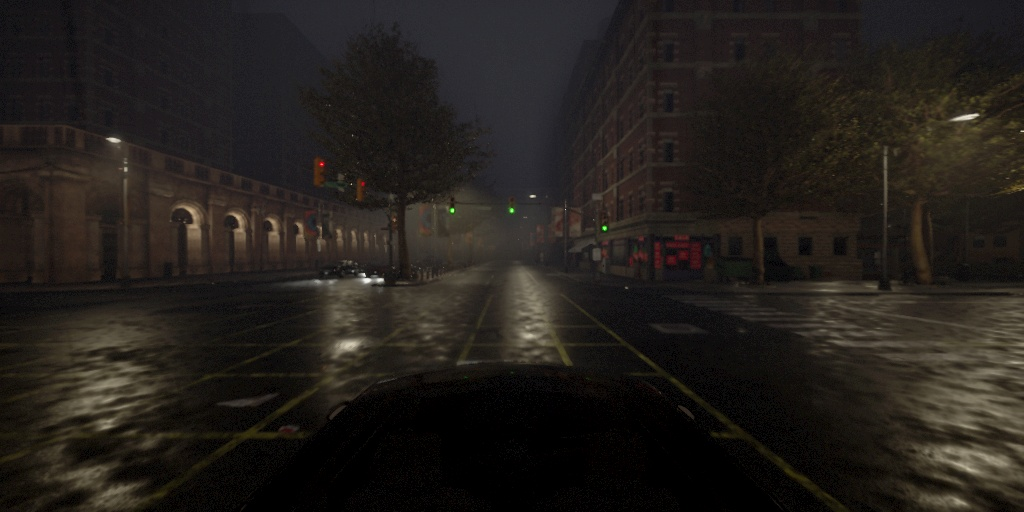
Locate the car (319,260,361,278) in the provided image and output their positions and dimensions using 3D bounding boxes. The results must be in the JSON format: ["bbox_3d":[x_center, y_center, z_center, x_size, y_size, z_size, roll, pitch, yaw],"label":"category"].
[{"bbox_3d":[-15.083,1.127,31.615,2.128,1.511,4.902,0,0,0],"label":"car"}]

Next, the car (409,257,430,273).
[{"bbox_3d":[-11.525,1.144,41.643,2.033,1.411,5.357,0,0,0],"label":"car"}]

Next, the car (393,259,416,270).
[{"bbox_3d":[-14.997,1.127,50.376,1.994,1.385,4.181,0,0,0],"label":"car"}]

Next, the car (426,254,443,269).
[{"bbox_3d":[-11.496,0.778,52.143,2.150,2.045,5.566,0,0,0],"label":"car"}]

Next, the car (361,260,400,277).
[{"bbox_3d":[-11.581,1.196,32.401,1.994,1.385,4.181,0,0,0],"label":"car"}]
